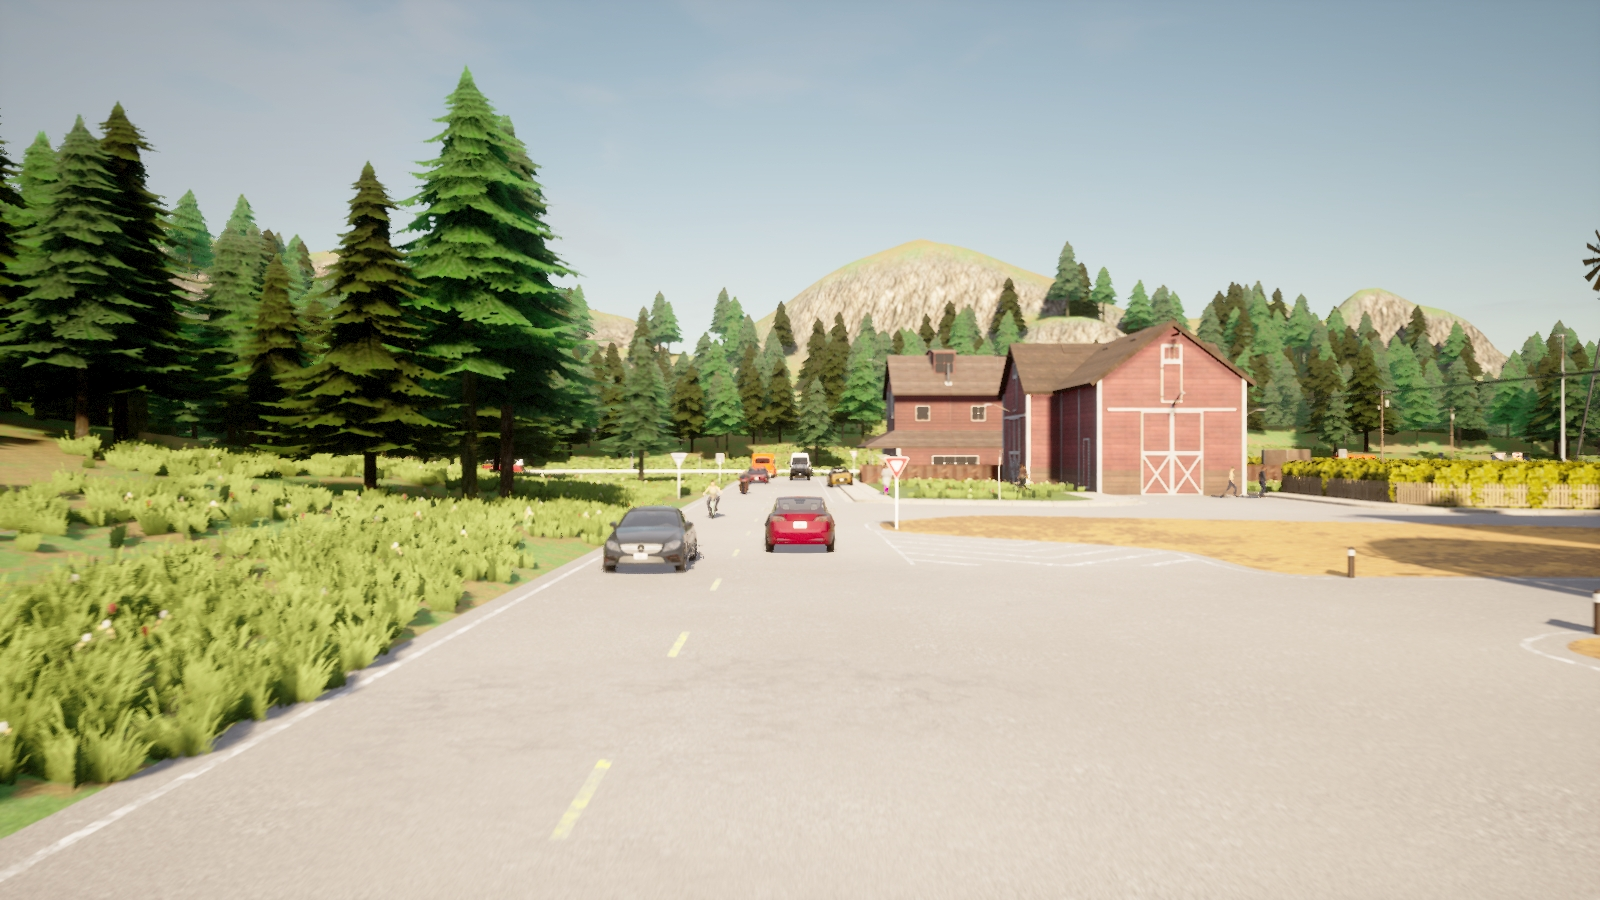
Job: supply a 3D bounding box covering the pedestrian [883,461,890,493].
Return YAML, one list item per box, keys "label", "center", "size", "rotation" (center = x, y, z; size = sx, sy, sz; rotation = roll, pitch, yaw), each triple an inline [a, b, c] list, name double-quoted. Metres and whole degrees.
- label: "pedestrian"
  center: [4.992, 1.556, 66.284]
  size: [0.375, 1.860, 0.375]
  rotation: [0, 0, 8]

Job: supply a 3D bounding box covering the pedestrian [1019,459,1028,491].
- label: "pedestrian"
  center: [13.266, 1.489, 67.837]
  size: [0.375, 1.860, 0.375]
  rotation: [0, 0, -39]

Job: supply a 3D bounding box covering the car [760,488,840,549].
- label: "car"
  center: [0.001, 1.923, 33.068]
  size: [2.163, 1.488, 4.792]
  rotation: [0, 0, 0]

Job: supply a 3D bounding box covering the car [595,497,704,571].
- label: "car"
  center: [-3.507, 1.941, 27.451]
  size: [2.002, 1.442, 4.674]
  rotation: [0, 0, 0]

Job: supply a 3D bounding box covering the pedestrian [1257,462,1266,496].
- label: "pedestrian"
  center: [25.620, 1.618, 63.394]
  size: [0.375, 1.860, 0.375]
  rotation: [0, 0, 5]

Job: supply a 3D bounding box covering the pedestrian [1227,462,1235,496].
- label: "pedestrian"
  center: [24.024, 1.617, 63.741]
  size: [0.375, 1.860, 0.375]
  rotation: [0, 0, 27]

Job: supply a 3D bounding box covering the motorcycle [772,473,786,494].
- label: "motorcycle"
  center: [-1.300, 2.065, 71.627]
  size: [0.867, 1.251, 2.209]
  rotation: [0, 0, 0]
